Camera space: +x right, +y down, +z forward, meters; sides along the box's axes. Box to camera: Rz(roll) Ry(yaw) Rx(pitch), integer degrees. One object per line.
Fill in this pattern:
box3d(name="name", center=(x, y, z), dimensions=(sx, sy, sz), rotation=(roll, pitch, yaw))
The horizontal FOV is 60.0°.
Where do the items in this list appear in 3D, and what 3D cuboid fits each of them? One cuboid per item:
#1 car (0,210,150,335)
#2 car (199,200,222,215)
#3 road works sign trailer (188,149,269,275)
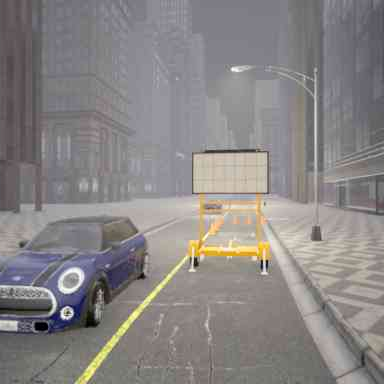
box3d(name="car", center=(-2.393, 1.353, 7.079), dimensions=(2.097, 1.767, 4.553), rotation=(0, 0, 8))
box3d(name="car", center=(1.923, 1.524, 33.417), dimensions=(1.994, 1.385, 4.181), rotation=(0, 0, 9))
box3d(name="road works sign trailer", center=(1.215, 0.459, 10.613), dimensions=(2.380, 3.560, 2.880), rotation=(0, 0, 9))
